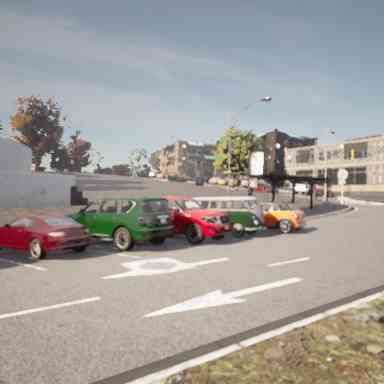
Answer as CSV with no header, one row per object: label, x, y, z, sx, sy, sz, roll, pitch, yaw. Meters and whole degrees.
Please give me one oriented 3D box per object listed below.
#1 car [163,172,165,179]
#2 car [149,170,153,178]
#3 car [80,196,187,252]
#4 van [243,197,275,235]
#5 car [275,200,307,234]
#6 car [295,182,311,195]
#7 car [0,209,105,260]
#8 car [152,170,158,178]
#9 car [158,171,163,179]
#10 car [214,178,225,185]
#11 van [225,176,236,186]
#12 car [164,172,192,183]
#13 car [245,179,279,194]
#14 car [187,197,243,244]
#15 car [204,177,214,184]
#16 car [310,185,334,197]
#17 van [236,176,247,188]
car,-3.539,-3.864,79.770,2.435,2.045,5.566,7,4,34
car,-8.847,-4.528,87.045,2.435,2.045,5.566,1,-1,34
car,-3.287,1.230,14.188,5.566,2.045,2.435,-1,0,35
van,1.760,1.243,17.570,4.442,1.987,1.878,-1,-1,35
car,4.167,1.340,19.324,4.553,1.767,2.185,-1,0,35
car,17.316,-0.589,50.305,2.435,2.045,5.566,7,3,35
car,-5.711,1.526,12.427,4.674,1.452,2.002,-1,0,35
car,-7.071,-4.251,84.701,2.185,1.767,4.553,4,1,33
car,-5.337,-4.016,82.234,2.185,1.767,4.553,6,3,34
car,7.017,-1.977,65.237,1.946,1.575,5.366,7,3,35
van,8.596,-1.927,62.509,1.878,1.987,4.442,7,4,35
car,-2.707,-2.568,63.054,2.128,1.511,4.902,2,4,-35
car,9.860,-0.533,45.467,1.994,1.385,4.181,2,4,-36
car,-0.776,1.224,15.896,5.566,2.045,2.435,-1,-1,35
car,5.182,-2.208,67.555,2.002,1.452,4.674,7,4,35
car,19.012,-0.026,47.836,2.002,1.452,4.674,7,3,35
van,10.329,-1.654,60.040,1.878,1.987,4.442,7,4,35
